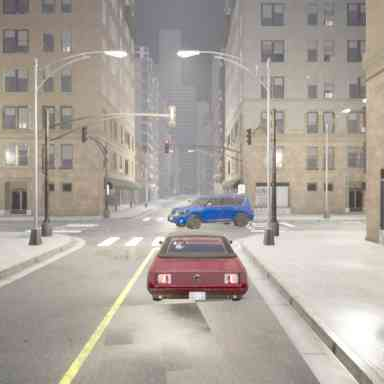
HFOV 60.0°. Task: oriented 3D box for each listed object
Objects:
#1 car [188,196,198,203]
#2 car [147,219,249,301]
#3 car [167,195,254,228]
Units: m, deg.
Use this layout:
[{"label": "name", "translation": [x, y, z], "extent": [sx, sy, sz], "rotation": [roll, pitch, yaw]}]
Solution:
[{"label": "car", "translation": [0.184, 1.576, 68.026], "extent": [1.895, 1.301, 4.718], "rotation": [0, 0, 0]}, {"label": "car", "translation": [0.093, 1.600, 8.261], "extent": [1.895, 1.301, 4.718], "rotation": [0, 0, 0]}, {"label": "car", "translation": [1.245, 1.220, 20.824], "extent": [5.566, 2.045, 2.150], "rotation": [0, -1, -27]}]
